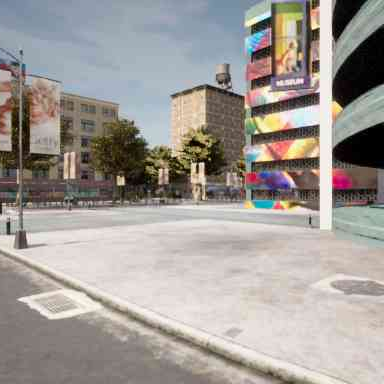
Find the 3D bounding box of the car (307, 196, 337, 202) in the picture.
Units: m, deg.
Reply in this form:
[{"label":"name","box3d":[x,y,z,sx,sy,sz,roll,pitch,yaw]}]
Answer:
[{"label":"car","box3d":[14.988,1.320,39.729,4.674,1.452,2.002,0,0,-44]}]
